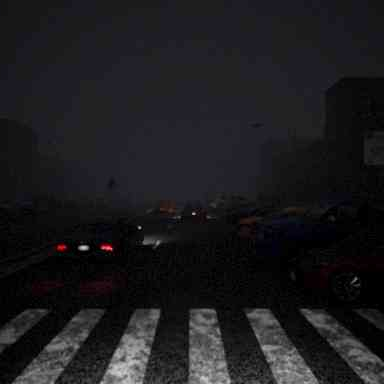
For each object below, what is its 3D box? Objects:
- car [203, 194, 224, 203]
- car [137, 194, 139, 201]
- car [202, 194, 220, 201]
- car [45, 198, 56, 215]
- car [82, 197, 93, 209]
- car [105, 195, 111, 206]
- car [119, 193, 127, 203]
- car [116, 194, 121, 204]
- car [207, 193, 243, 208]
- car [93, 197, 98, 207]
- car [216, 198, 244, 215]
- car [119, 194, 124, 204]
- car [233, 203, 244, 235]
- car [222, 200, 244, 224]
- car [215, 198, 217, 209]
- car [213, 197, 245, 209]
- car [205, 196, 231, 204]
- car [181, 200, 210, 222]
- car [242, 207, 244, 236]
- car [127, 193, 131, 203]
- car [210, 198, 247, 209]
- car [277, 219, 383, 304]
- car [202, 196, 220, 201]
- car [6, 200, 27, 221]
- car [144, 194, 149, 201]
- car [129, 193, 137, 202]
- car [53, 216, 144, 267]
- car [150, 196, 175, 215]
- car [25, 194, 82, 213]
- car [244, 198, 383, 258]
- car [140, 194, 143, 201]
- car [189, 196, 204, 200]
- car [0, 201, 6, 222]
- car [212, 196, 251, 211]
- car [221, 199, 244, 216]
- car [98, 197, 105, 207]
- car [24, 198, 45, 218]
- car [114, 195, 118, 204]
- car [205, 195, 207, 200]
[{"bbox_3d":[4.877,1.437,74.392,4.553,1.767,2.185,0,0,0],"label":"car"},{"bbox_3d":[-15.529,1.609,77.604,4.792,1.488,2.163,0,0,0],"label":"car"},{"bbox_3d":[4.912,1.496,85.514,4.553,1.767,2.185,0,0,0],"label":"car"},{"bbox_3d":[-15.539,1.512,30.729,4.674,1.452,2.002,0,0,0],"label":"car"},{"bbox_3d":[-15.727,1.462,41.756,5.366,1.575,1.946,0,0,0],"label":"car"},{"bbox_3d":[-15.355,1.471,50.033,5.366,1.575,1.946,0,0,0],"label":"car"},{"bbox_3d":[-15.489,1.386,63.819,4.553,1.767,2.185,0,0,0],"label":"car"},{"bbox_3d":[-15.526,1.533,58.268,4.674,1.452,2.002,0,0,0],"label":"car"},{"bbox_3d":[4.810,1.214,38.148,5.566,2.045,2.435,0,0,0],"label":"car"},{"bbox_3d":[-15.572,1.496,44.514,4.792,1.488,2.163,0,0,0],"label":"car"},{"bbox_3d":[4.929,1.464,27.030,5.366,1.575,1.946,0,0,0],"label":"car"},{"bbox_3d":[-15.553,1.531,61.062,4.792,1.488,2.163,0,0,0],"label":"car"},{"bbox_3d":[4.721,1.475,15.921,5.008,1.535,2.097,0,0,0],"label":"car"},{"bbox_3d":[4.730,1.471,21.597,5.008,1.535,2.097,0,0,0],"label":"car"},{"bbox_3d":[4.723,1.495,29.810,4.792,1.488,2.163,0,0,0],"label":"car"},{"bbox_3d":[4.733,1.494,32.588,4.792,1.488,2.163,0,0,0],"label":"car"},{"bbox_3d":[4.896,1.545,63.283,4.792,1.488,2.163,0,0,0],"label":"car"},{"bbox_3d":[0.132,1.551,26.170,1.994,1.385,4.181,0,0,0],"label":"car"},{"bbox_3d":[4.709,1.478,13.142,4.892,1.521,2.231,0,0,0],"label":"car"},{"bbox_3d":[-15.511,1.523,66.576,5.008,1.535,2.097,0,0,0],"label":"car"},{"bbox_3d":[4.798,1.510,43.831,4.674,1.452,2.002,0,0,0],"label":"car"},{"bbox_3d":[4.684,1.509,7.582,4.792,1.488,2.163,0,0,0],"label":"car"},{"bbox_3d":[4.951,1.683,88.290,4.674,1.452,2.002,0,0,0],"label":"car"},{"bbox_3d":[-15.532,1.522,25.215,4.674,1.452,2.002,0,0,0],"label":"car"},{"bbox_3d":[-15.450,1.434,91.387,5.566,2.045,2.435,0,-1,0],"label":"car"},{"bbox_3d":[-15.536,1.299,72.091,5.566,2.045,2.435,0,0,0],"label":"car"},{"bbox_3d":[-2.895,1.545,11.398,2.033,1.411,5.357,0,0,0],"label":"car"},{"bbox_3d":[-2.843,1.462,34.117,1.882,1.535,5.008,0,0,0],"label":"car"},{"bbox_3d":[-15.511,1.214,36.243,5.566,2.045,2.435,0,0,0],"label":"car"},{"bbox_3d":[4.686,1.227,10.363,5.566,2.045,2.435,0,0,0],"label":"car"},{"bbox_3d":[-15.486,1.611,83.119,5.008,1.535,2.097,0,0,0],"label":"car"},{"bbox_3d":[0.188,1.553,42.928,1.994,1.385,4.181,0,0,0],"label":"car"},{"bbox_3d":[-15.530,1.529,22.326,4.674,1.452,2.002,0,0,0],"label":"car"},{"bbox_3d":[4.823,1.342,40.961,4.553,1.767,2.185,0,0,0],"label":"car"},{"bbox_3d":[4.763,1.499,24.252,4.792,1.488,2.163,0,0,0],"label":"car"},{"bbox_3d":[-15.730,1.466,47.270,5.366,1.575,1.946,0,0,0],"label":"car"},{"bbox_3d":[-15.530,1.477,27.972,5.008,1.535,2.097,0,0,0],"label":"car"},{"bbox_3d":[-15.503,1.514,55.546,4.792,1.488,2.163,0,0,0],"label":"car"},{"bbox_3d":[4.827,1.480,49.387,4.892,1.521,2.231,0,0,0],"label":"car"}]
